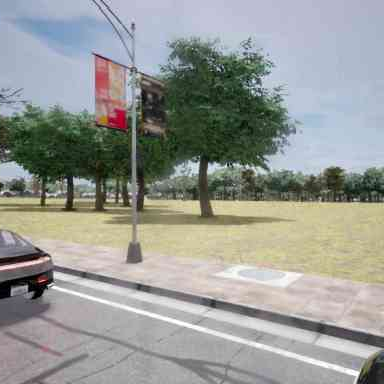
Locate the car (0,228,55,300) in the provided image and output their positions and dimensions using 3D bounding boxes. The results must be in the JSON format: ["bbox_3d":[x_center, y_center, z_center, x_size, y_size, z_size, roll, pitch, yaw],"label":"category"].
[{"bbox_3d":[-4.974,1.515,7.209,4.902,1.511,2.128,0,0,36],"label":"car"}]

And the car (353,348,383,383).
[{"bbox_3d":[3.298,1.493,1.322,4.902,1.511,2.128,0,0,36],"label":"car"}]
